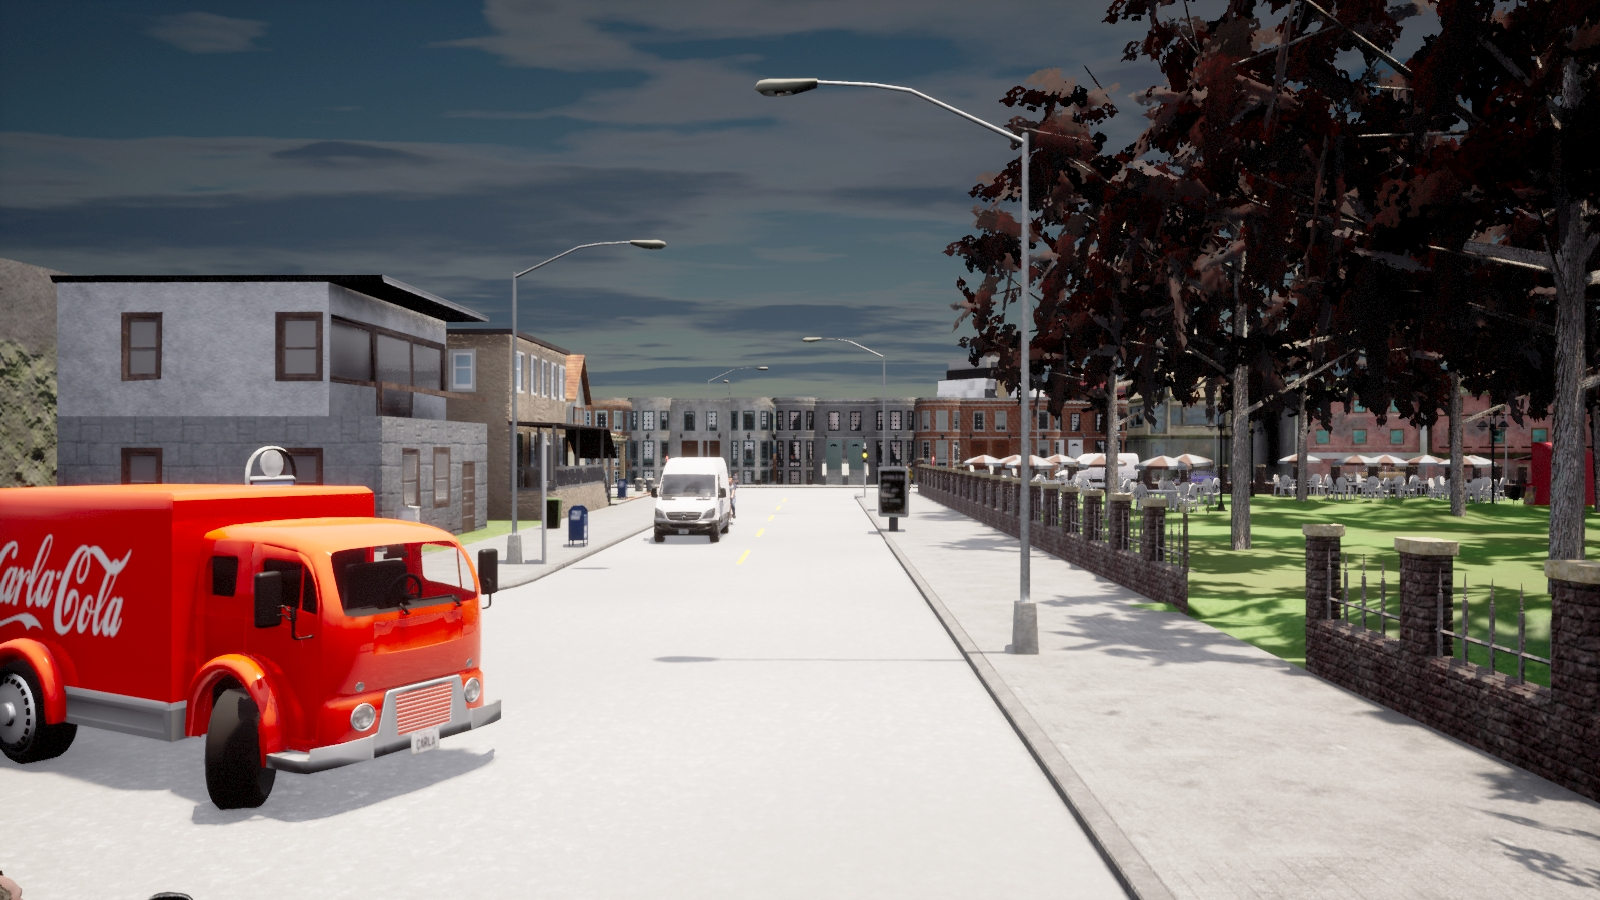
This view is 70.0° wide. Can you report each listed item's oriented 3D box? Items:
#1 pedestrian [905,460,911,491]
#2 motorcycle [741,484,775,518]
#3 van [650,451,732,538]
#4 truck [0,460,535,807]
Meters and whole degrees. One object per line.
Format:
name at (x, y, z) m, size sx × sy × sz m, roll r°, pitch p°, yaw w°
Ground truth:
pedestrian at (6.477, 1.516, 68.399) m, size 0.375 × 1.860 × 0.375 m, roll 0°, pitch 0°, yaw 3°
motorcycle at (-1.677, 1.985, 45.065) m, size 0.867 × 1.251 × 2.209 m, roll 0°, pitch 0°, yaw -15°
van at (-3.393, 1.314, 36.728) m, size 1.988 × 2.561 × 5.915 m, roll 0°, pitch 0°, yaw 1°
truck at (-5.357, 1.348, 10.676) m, size 5.204 × 2.467 × 2.627 m, roll 0°, pitch 0°, yaw 29°
